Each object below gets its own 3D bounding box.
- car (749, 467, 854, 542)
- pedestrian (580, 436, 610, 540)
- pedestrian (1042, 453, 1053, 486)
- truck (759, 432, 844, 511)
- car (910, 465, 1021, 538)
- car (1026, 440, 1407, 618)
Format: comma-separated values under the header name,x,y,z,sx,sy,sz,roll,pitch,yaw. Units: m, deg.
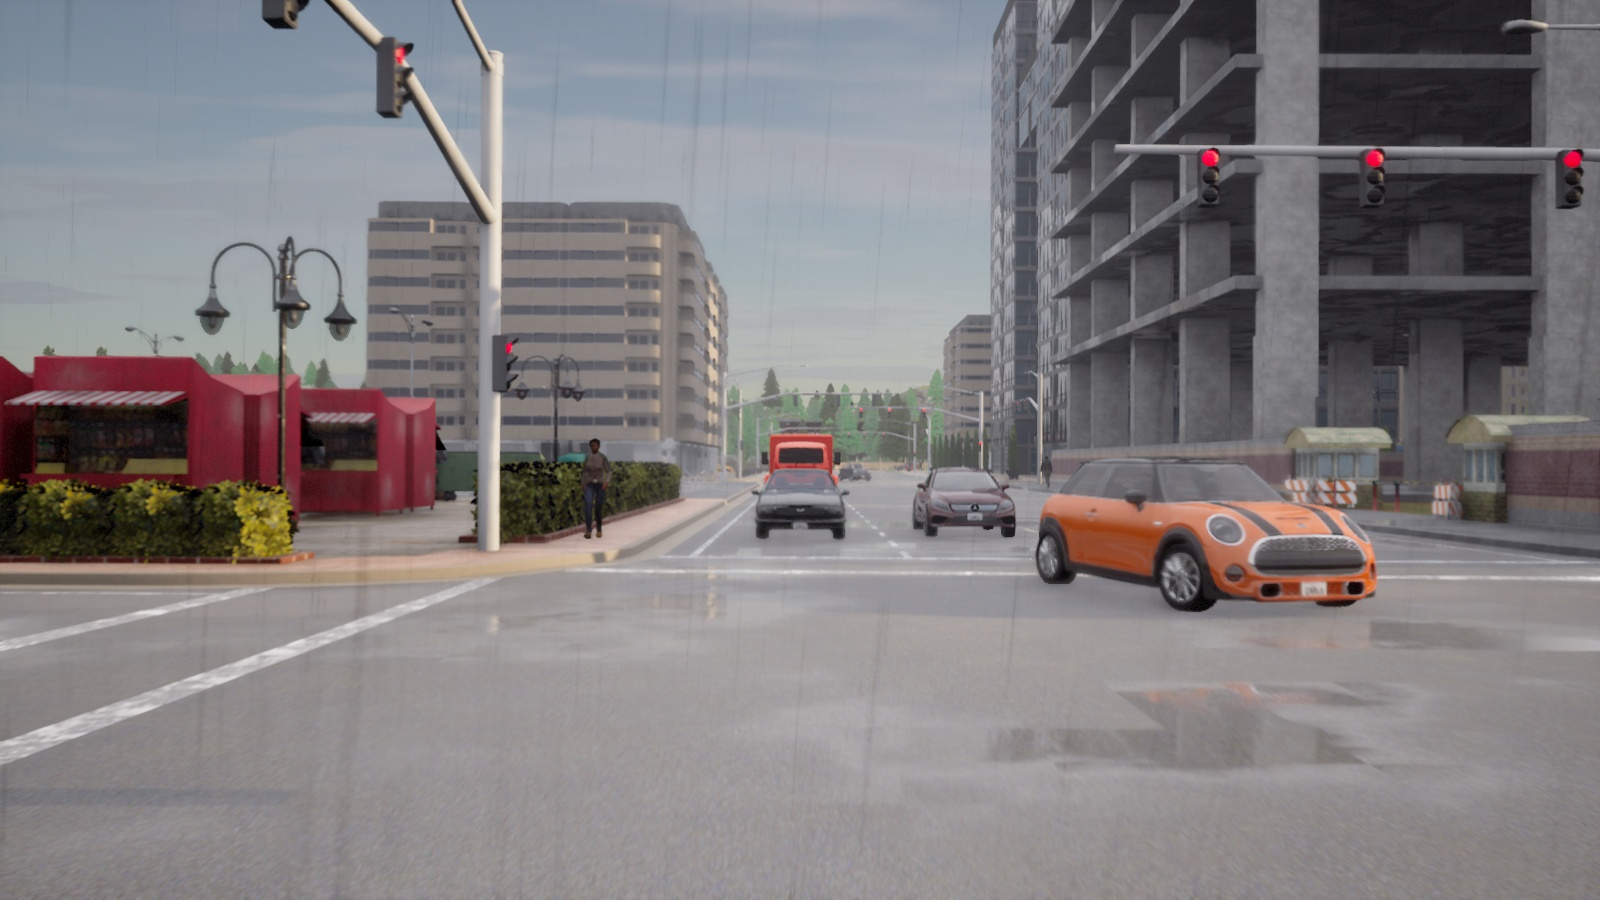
name,x,y,z,sx,sy,sz,roll,pitch,yaw
car,0.033,1.088,26.874,2.033,1.411,5.357,0,-1,0
pedestrian,-3.631,0.661,22.280,0.328,1.805,0.869,0,-1,3
pedestrian,13.875,1.077,70.427,0.431,1.840,0.703,0,-1,-1
truck,0.051,0.699,41.784,2.627,2.467,5.204,0,-1,0
car,3.534,1.063,27.536,1.812,1.442,4.674,0,-1,0
car,4.676,0.813,14.964,2.097,1.767,4.553,0,-1,-16
